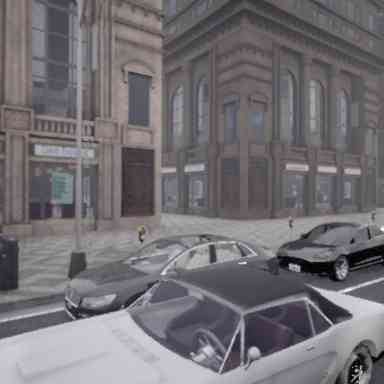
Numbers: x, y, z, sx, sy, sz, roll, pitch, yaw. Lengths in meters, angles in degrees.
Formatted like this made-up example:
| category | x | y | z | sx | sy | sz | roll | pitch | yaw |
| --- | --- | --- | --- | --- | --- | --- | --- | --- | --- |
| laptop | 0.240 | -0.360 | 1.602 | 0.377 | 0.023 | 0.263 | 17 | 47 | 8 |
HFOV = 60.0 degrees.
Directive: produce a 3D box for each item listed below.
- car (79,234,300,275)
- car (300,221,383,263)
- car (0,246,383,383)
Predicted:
| category | x | y | z | sx | sy | sz | roll | pitch | yaw |
| --- | --- | --- | --- | --- | --- | --- | --- | --- | --- |
| car | -0.154 | 1.553 | 6.533 | 4.403 | 1.369 | 2.008 | 0 | 0 | -35 |
| car | 4.407 | 1.571 | 9.785 | 4.313 | 1.339 | 1.947 | 0 | 0 | -35 |
| car | 0.149 | 1.602 | 3.484 | 4.718 | 1.301 | 1.895 | 0 | 0 | -35 |
